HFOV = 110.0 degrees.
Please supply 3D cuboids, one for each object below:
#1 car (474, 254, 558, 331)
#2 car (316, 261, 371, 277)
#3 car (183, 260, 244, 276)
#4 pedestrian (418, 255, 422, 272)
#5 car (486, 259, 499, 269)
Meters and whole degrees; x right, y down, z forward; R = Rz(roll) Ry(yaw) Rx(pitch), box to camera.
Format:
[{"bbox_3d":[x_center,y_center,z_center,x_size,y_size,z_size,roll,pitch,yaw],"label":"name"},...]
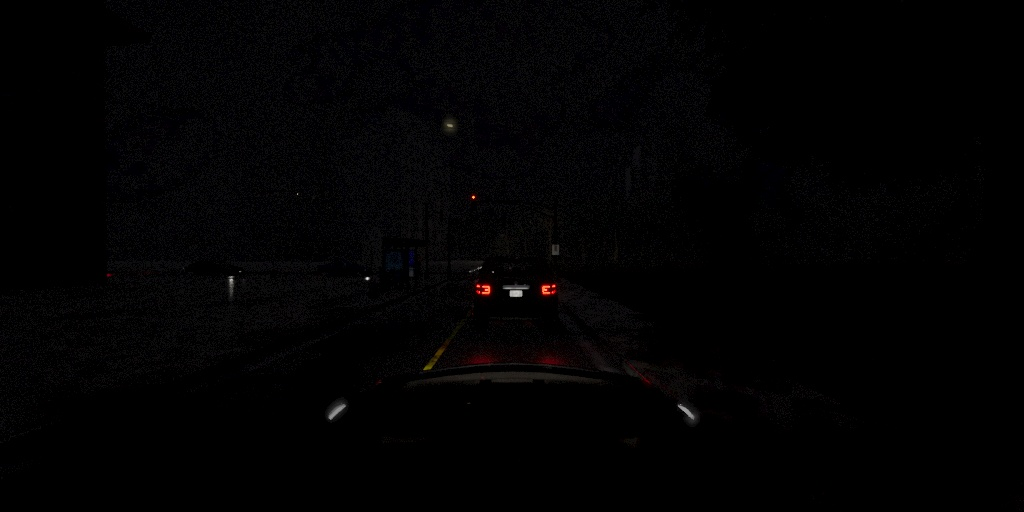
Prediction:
[{"bbox_3d":[0.103,0.968,11.066,2.150,2.045,5.566,0,0,0],"label":"car"},{"bbox_3d":[-15.146,1.176,32.761,5.008,1.535,1.882,0,0,0],"label":"car"},{"bbox_3d":[-27.459,1.168,33.080,4.892,1.490,1.837,0,1,2],"label":"car"},{"bbox_3d":[-10.058,0.800,38.859,0.375,1.860,0.375,0,0,1],"label":"pedestrian"},{"bbox_3d":[-3.050,1.212,57.510,1.812,1.442,4.674,0,0,0],"label":"car"}]
